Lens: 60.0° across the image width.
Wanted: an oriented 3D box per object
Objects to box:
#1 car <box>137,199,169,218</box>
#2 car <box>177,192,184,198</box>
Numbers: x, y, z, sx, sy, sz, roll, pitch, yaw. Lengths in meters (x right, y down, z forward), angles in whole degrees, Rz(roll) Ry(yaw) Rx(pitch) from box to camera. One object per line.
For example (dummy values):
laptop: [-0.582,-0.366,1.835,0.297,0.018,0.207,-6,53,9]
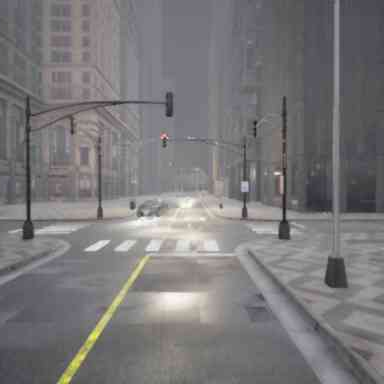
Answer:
car: [-3.162,1.333,27.808,2.128,1.511,4.902,0,1,8]
car: [-2.986,0.812,88.697,2.128,1.511,4.902,0,0,0]
